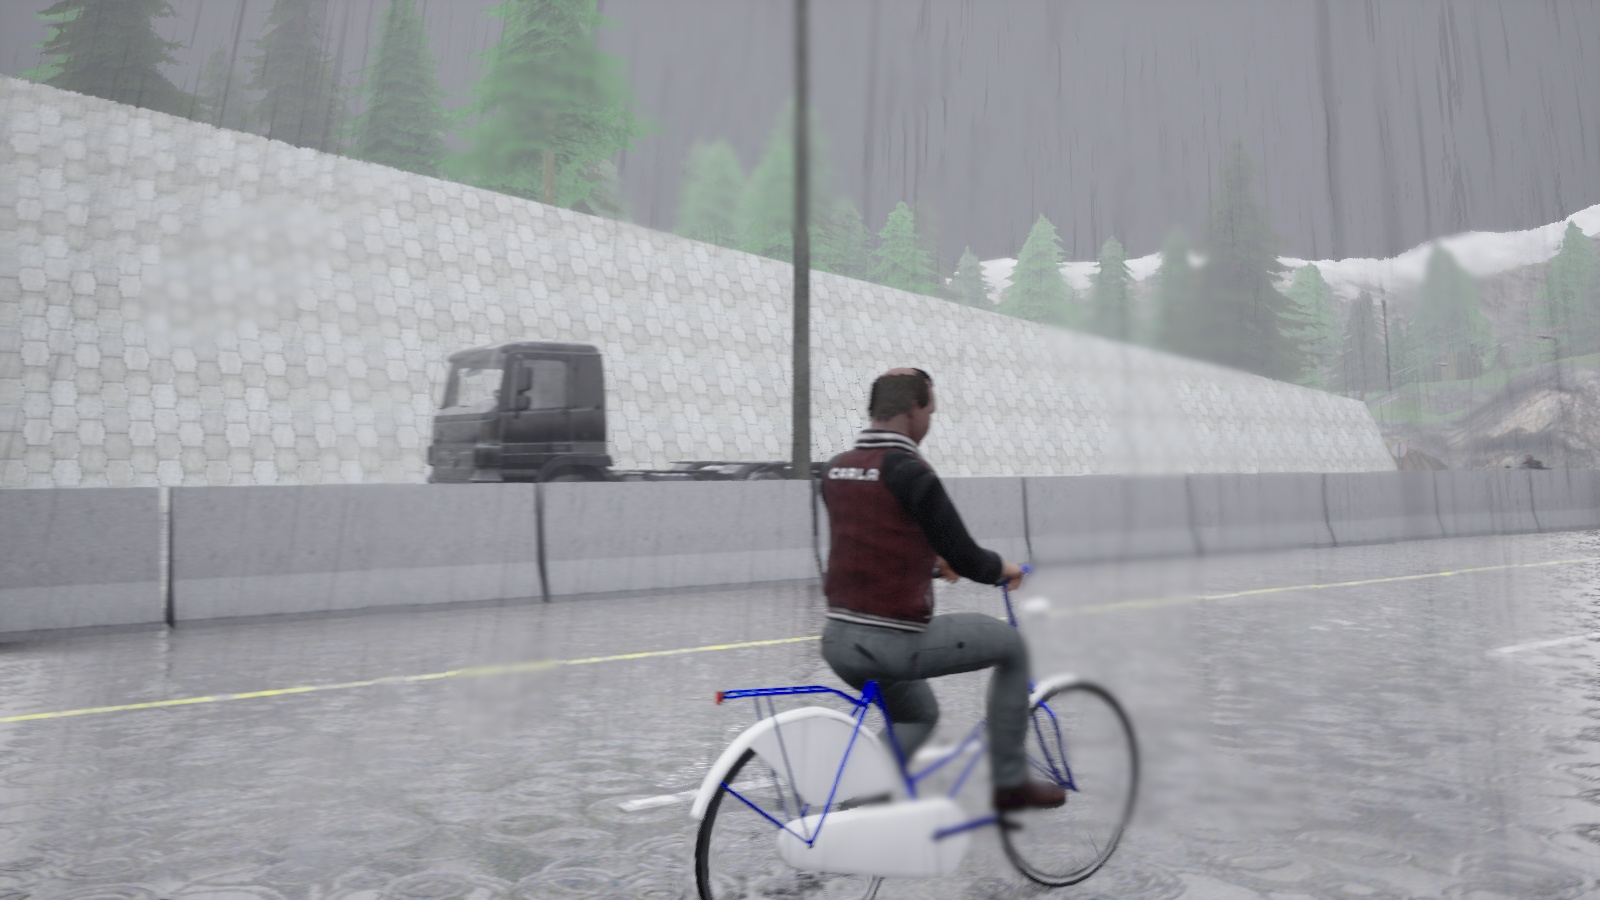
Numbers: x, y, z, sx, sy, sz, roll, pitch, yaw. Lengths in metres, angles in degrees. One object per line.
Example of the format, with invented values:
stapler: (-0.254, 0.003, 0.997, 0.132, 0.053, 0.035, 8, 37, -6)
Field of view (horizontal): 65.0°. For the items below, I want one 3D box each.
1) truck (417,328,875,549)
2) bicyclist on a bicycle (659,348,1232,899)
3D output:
truck: (-2.644, -0.175, 23.144, 7.936, 3.462, 2.891, 0, 0, -35)
bicyclist on a bicycle: (0.524, 0.624, 4.024, 1.843, 1.776, 0.659, 0, 0, -35)
